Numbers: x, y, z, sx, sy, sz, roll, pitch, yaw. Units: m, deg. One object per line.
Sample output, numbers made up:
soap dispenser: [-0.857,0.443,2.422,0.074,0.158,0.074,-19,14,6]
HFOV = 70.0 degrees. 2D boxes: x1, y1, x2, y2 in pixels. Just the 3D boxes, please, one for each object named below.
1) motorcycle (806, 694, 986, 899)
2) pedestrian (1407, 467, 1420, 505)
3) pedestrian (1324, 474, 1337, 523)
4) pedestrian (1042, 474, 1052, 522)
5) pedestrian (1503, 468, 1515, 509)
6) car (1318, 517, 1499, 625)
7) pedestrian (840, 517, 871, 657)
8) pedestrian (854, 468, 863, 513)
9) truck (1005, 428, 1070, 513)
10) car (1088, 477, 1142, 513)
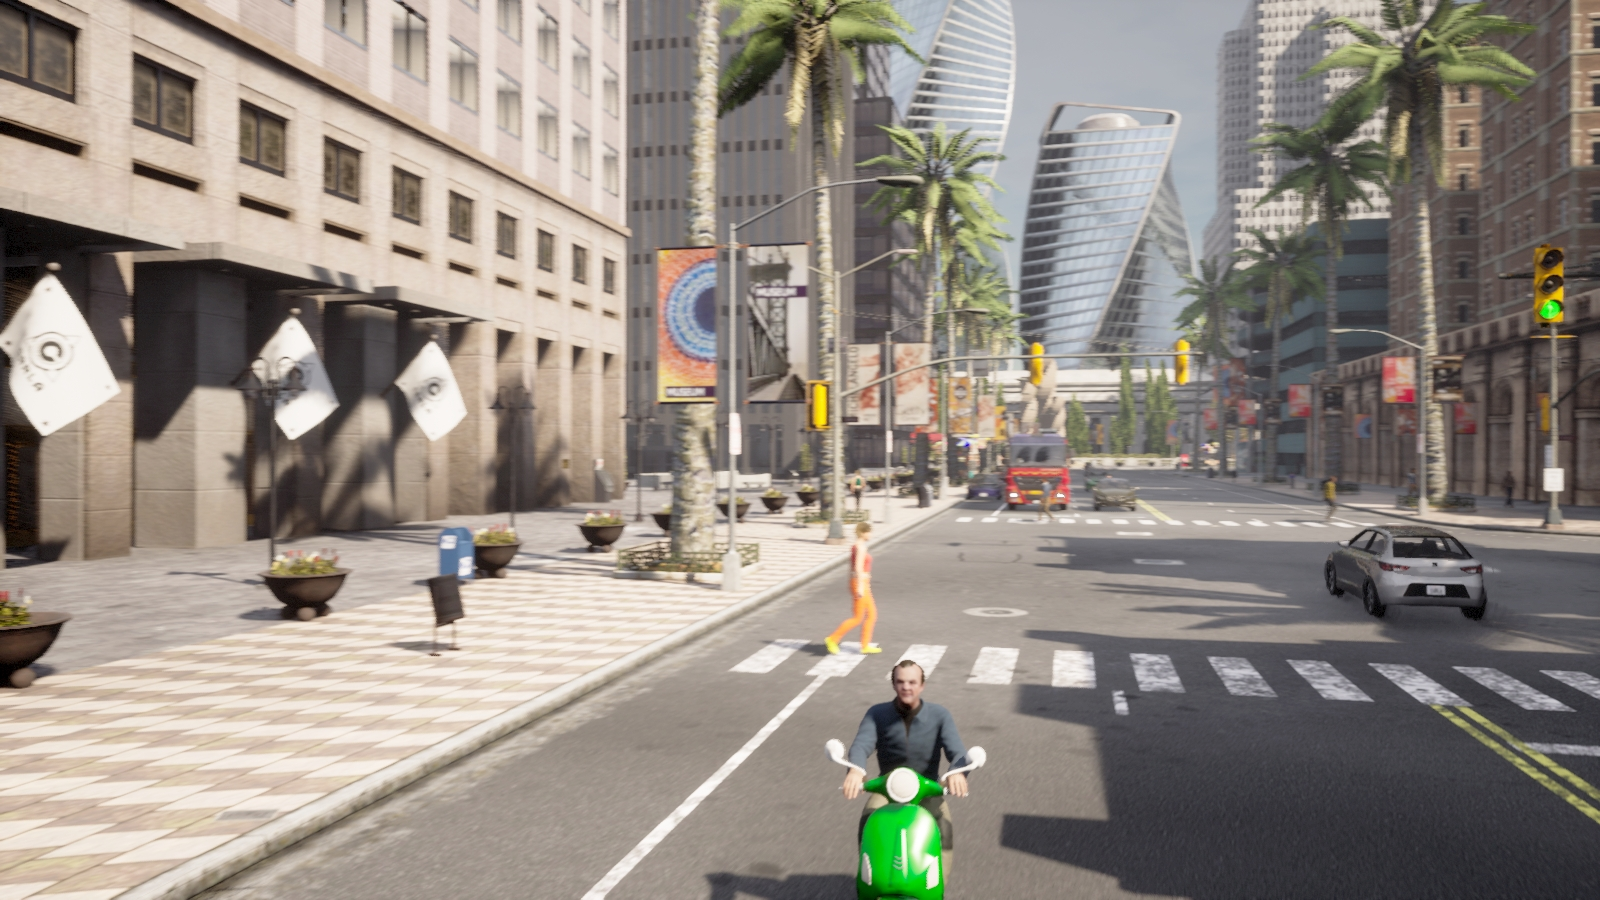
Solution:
motorcycle: [0.590,2.183,6.356,0.856,1.236,1.805,0,0,9]
pedestrian: [29.760,1.743,55.429,0.375,1.860,0.375,0,0,-13]
pedestrian: [20.486,1.881,44.139,0.375,1.860,0.375,0,0,8]
pedestrian: [9.579,1.865,44.338,0.375,1.860,0.375,0,0,12]
pedestrian: [32.365,1.747,52.167,0.375,1.860,0.375,0,0,13]
car: [10.805,2.082,20.612,1.816,1.474,4.193,0,0,13]
pedestrian: [0.754,1.849,15.541,0.375,1.860,0.375,0,0,-6]
pedestrian: [2.443,1.701,47.930,0.375,1.860,0.375,0,0,2]
truck: [11.650,0.910,55.719,2.891,3.827,8.468,0,0,13]
car: [14.872,2.085,54.146,2.231,1.480,4.892,0,0,13]
